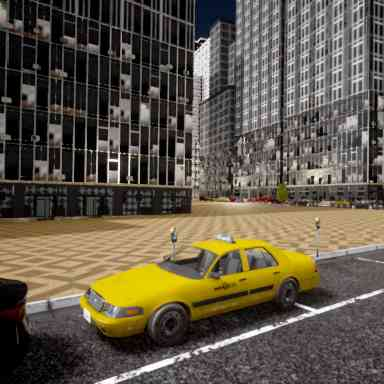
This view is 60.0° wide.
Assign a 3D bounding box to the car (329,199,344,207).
[{"bbox_3d":[25.601,1.839,56.702,1.752,1.417,4.829,1,-1,-22],"label":"car"}]

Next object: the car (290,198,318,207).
[{"bbox_3d":[18.374,1.715,53.559,2.008,1.369,4.403,1,-1,-22],"label":"car"}]

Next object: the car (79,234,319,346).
[{"bbox_3d":[0.420,1.528,6.330,4.829,1.417,1.752,0,1,-35],"label":"car"}]

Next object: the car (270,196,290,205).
[{"bbox_3d":[16.266,1.636,58.739,1.967,1.590,4.097,1,-1,-22],"label":"car"}]

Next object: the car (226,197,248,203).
[{"bbox_3d":[9.938,1.729,74.275,1.967,1.590,4.097,1,-1,-22],"label":"car"}]

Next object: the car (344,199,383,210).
[{"bbox_3d":[22.592,1.653,43.201,2.008,1.369,4.403,1,-1,-22],"label":"car"}]

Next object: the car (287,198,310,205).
[{"bbox_3d":[21.445,1.926,66.907,2.008,1.369,4.403,1,-1,-22],"label":"car"}]

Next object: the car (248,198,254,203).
[{"bbox_3d":[15.114,2.051,82.450,1.802,1.307,4.206,1,-1,-22],"label":"car"}]

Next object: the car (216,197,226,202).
[{"bbox_3d":[7.892,1.845,79.296,1.752,1.417,4.829,1,-1,-22],"label":"car"}]

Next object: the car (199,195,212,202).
[{"bbox_3d":[3.612,1.698,89.813,2.192,1.841,5.009,1,-1,-22],"label":"car"}]

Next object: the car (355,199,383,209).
[{"bbox_3d":[27.776,1.833,51.363,2.008,1.369,4.403,1,-1,-22],"label":"car"}]

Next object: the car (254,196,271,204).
[{"bbox_3d":[17.228,1.753,77.272,2.192,1.841,5.009,1,-1,-22],"label":"car"}]

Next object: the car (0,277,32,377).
[{"bbox_3d":[-3.944,1.565,3.272,4.313,1.339,1.947,0,1,-36],"label":"car"}]
